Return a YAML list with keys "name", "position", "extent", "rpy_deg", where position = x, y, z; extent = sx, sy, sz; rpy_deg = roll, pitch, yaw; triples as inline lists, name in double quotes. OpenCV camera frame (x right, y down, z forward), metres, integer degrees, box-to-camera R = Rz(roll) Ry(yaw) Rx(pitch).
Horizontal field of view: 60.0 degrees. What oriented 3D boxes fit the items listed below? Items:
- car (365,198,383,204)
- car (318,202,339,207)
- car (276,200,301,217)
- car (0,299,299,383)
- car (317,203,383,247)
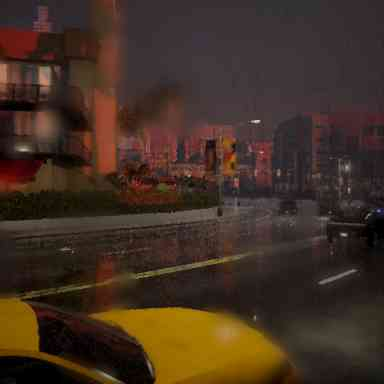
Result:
- name: "car"
  position: [15.519, 1.552, 28.473]
  extent: [2.033, 1.411, 5.357]
  rpy_deg: [0, 0, 20]
- name: "car"
  position: [12.534, 1.585, 30.522]
  extent: [1.994, 1.385, 4.181]
  rpy_deg: [0, 0, 19]
- name: "car"
  position: [9.225, 1.543, 31.662]
  extent: [1.837, 1.490, 4.892]
  rpy_deg: [0, 0, 19]
- name: "car"
  position: [-1.484, 1.453, 2.221]
  extent: [5.366, 1.575, 1.801]
  rpy_deg: [0, 0, -36]
- name: "car"
  position: [7.632, 1.489, 15.081]
  extent: [2.128, 1.511, 4.902]
  rpy_deg: [0, 0, 41]
